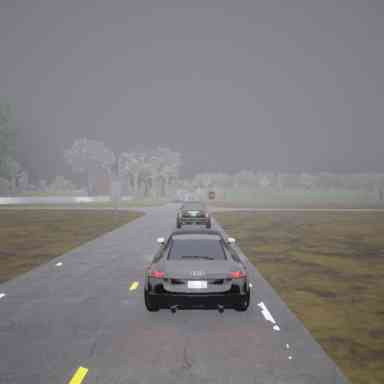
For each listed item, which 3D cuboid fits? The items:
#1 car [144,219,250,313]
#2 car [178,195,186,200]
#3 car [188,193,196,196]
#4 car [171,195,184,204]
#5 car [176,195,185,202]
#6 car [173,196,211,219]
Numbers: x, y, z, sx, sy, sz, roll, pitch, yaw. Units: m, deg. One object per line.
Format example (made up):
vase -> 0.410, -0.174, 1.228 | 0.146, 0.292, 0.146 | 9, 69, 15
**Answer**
car -> 0.098, 1.566, 7.740 | 1.994, 1.385, 4.181 | 0, 0, 0
car -> -2.775, 1.451, 93.586 | 1.994, 1.385, 4.181 | 0, 0, 0
car -> -0.024, 1.466, 90.373 | 1.994, 1.385, 4.181 | 0, 0, 0
car -> -2.817, 1.318, 63.875 | 2.097, 1.767, 4.553 | 0, 0, 0
car -> -2.771, 1.497, 78.573 | 1.994, 1.385, 4.181 | 0, 0, 0
car -> 0.095, 1.354, 22.004 | 2.097, 1.767, 4.553 | 0, 0, 0
